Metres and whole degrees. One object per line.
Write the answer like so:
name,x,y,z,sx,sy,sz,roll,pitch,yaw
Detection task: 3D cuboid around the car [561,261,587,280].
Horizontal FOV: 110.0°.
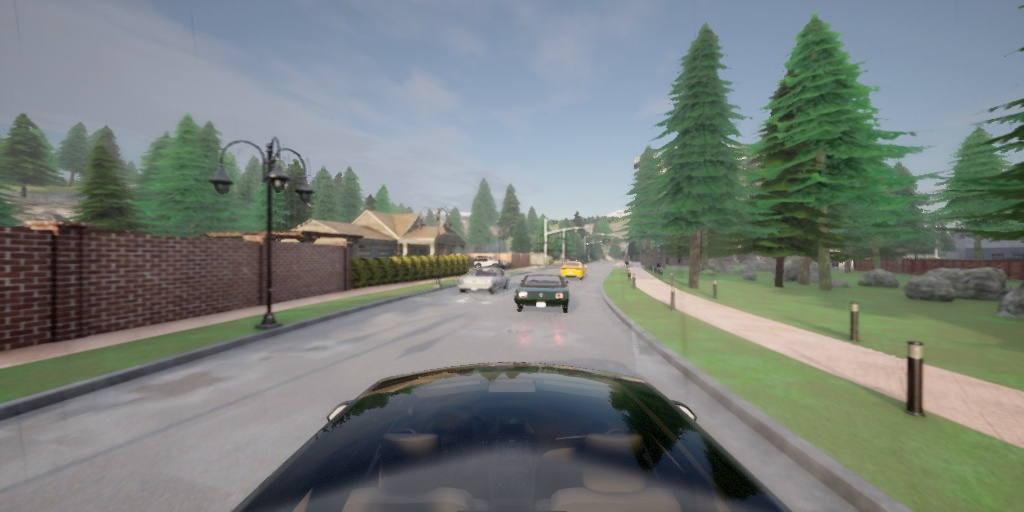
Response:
car,5.468,1.215,31.569,1.882,1.535,5.008,0,0,16

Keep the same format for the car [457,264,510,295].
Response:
car,-1.450,1.324,19.858,1.895,1.301,4.718,0,0,12

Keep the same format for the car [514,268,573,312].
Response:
car,1.290,1.341,14.191,1.895,1.301,4.718,0,0,8
